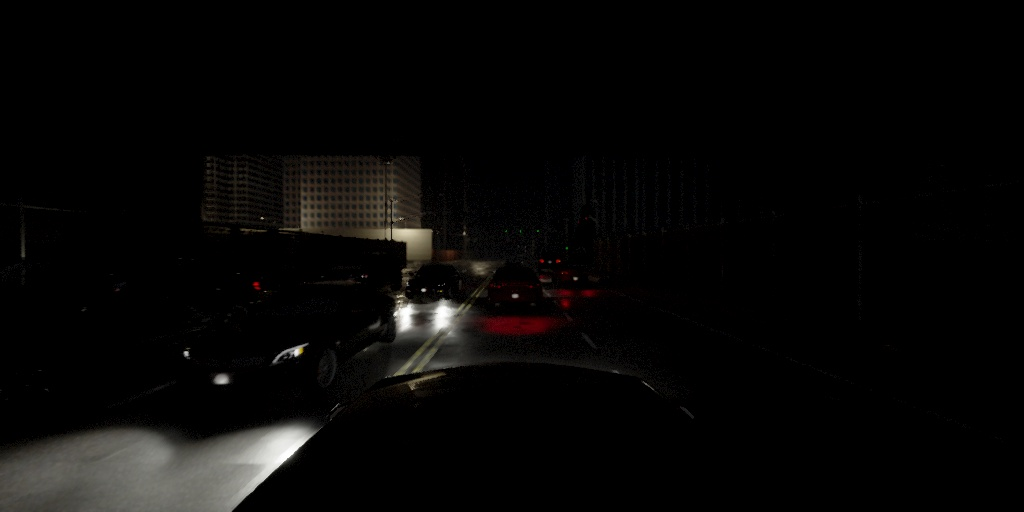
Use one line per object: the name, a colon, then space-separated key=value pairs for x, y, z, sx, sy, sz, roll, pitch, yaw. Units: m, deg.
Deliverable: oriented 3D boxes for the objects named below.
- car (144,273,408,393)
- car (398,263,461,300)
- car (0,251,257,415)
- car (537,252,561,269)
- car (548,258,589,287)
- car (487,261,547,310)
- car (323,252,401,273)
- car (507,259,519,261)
car: x=-3.585 y=1.229 z=6.744 sx=1.812 sy=1.442 sz=4.674 roll=0 pitch=0 yaw=0
car: x=-3.550 y=1.112 z=16.898 sx=1.837 sy=1.490 sz=4.892 roll=0 pitch=0 yaw=0
car: x=-7.091 y=0.929 z=6.284 sx=2.150 sy=2.045 sz=5.566 roll=0 pitch=1 yaw=0
car: x=3.723 y=0.644 z=35.986 sx=2.150 sy=2.045 sz=5.566 roll=0 pitch=0 yaw=4
car: x=3.581 y=1.078 z=22.528 sx=1.812 sy=1.442 sz=4.674 roll=0 pitch=0 yaw=0
car: x=0.104 y=1.111 z=13.980 sx=1.882 sy=1.535 sz=5.008 roll=0 pitch=0 yaw=0
car: x=-7.046 y=0.825 z=17.407 sx=2.150 sy=2.045 sz=5.566 roll=0 pitch=0 yaw=0
car: x=0.105 y=1.007 z=34.066 sx=1.994 sy=1.385 sz=4.181 roll=0 pitch=1 yaw=0
